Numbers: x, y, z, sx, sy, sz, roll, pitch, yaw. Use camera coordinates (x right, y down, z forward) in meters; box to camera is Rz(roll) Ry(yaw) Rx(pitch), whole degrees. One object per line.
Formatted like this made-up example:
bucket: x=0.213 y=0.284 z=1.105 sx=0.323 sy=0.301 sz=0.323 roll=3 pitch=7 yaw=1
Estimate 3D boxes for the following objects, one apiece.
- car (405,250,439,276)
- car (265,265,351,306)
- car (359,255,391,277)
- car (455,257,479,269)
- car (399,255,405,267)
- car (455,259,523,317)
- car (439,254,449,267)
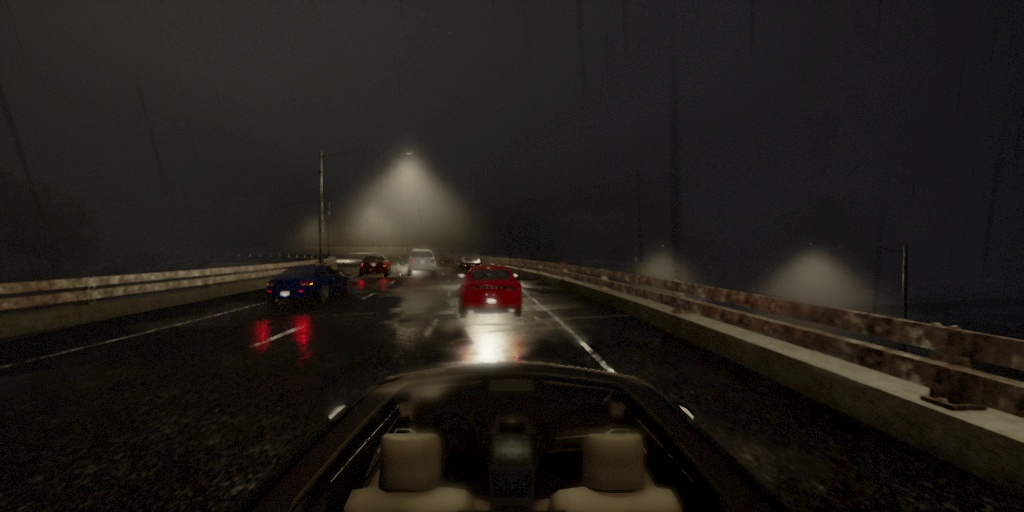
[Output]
car: x=-7.653 y=0.518 z=30.261 sx=2.150 sy=2.045 sz=5.566 roll=0 pitch=1 yaw=-16
car: x=-8.088 y=1.080 z=14.575 sx=1.812 sy=1.442 sz=4.674 roll=0 pitch=1 yaw=-7
car: x=-11.020 y=0.675 z=29.085 sx=2.097 sy=1.767 sz=4.553 roll=0 pitch=1 yaw=-16
car: x=-3.209 y=0.837 z=26.960 sx=2.128 sy=1.511 sz=4.902 roll=0 pitch=1 yaw=-13
car: x=-12.974 y=0.575 z=44.912 sx=1.837 sy=1.490 sz=4.892 roll=0 pitch=1 yaw=-24
car: x=-0.794 y=1.054 z=12.405 sx=1.882 sy=1.535 sz=5.008 roll=0 pitch=1 yaw=-6
car: x=-9.320 y=0.533 z=45.332 sx=1.882 sy=1.535 sz=5.008 roll=0 pitch=1 yaw=-23
